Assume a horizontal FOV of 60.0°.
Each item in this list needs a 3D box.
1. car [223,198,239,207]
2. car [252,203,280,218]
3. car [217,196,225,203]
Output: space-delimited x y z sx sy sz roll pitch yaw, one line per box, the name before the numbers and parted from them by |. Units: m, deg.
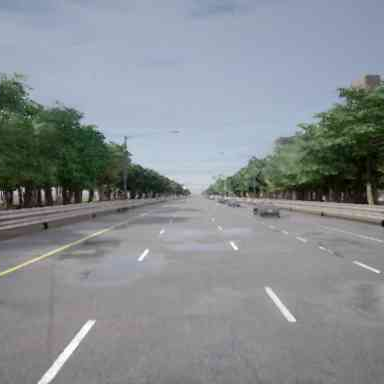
car | 7.227 1.917 59.262 2.033 1.411 5.357 0 -1 0
car | 7.076 1.697 32.037 1.994 1.385 4.181 0 -1 0
car | 7.430 2.151 83.410 1.994 1.385 4.181 0 -1 1
